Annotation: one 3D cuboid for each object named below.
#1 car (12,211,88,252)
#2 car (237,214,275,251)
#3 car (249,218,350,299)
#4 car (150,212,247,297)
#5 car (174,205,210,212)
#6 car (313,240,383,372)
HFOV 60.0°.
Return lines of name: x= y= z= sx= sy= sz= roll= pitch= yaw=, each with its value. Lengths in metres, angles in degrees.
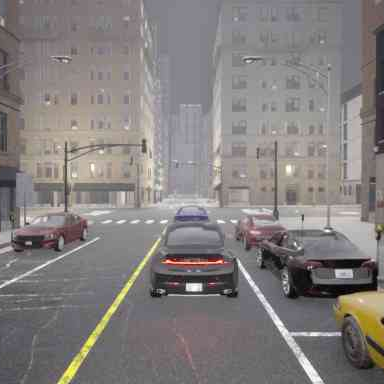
car: x=-5.716 y=1.541 z=13.867 sx=1.887 sy=1.381 sz=4.507 roll=-1 pitch=0 yaw=0
car: x=2.829 y=1.578 z=13.890 sx=1.802 sy=1.307 sz=4.206 roll=-1 pitch=0 yaw=0
car: x=2.843 y=1.564 z=8.305 sx=1.947 sy=1.339 sz=4.313 roll=-1 pitch=0 yaw=0
car: x=0.046 y=1.503 z=8.533 sx=1.837 sy=1.490 sz=4.892 roll=0 pitch=0 yaw=0
car: x=-0.012 y=1.473 z=18.483 sx=1.882 sy=1.535 sz=5.008 roll=0 pitch=0 yaw=0
car: x=2.855 y=1.525 z=2.888 sx=1.752 sy=1.417 sz=4.829 roll=-1 pitch=0 yaw=0
